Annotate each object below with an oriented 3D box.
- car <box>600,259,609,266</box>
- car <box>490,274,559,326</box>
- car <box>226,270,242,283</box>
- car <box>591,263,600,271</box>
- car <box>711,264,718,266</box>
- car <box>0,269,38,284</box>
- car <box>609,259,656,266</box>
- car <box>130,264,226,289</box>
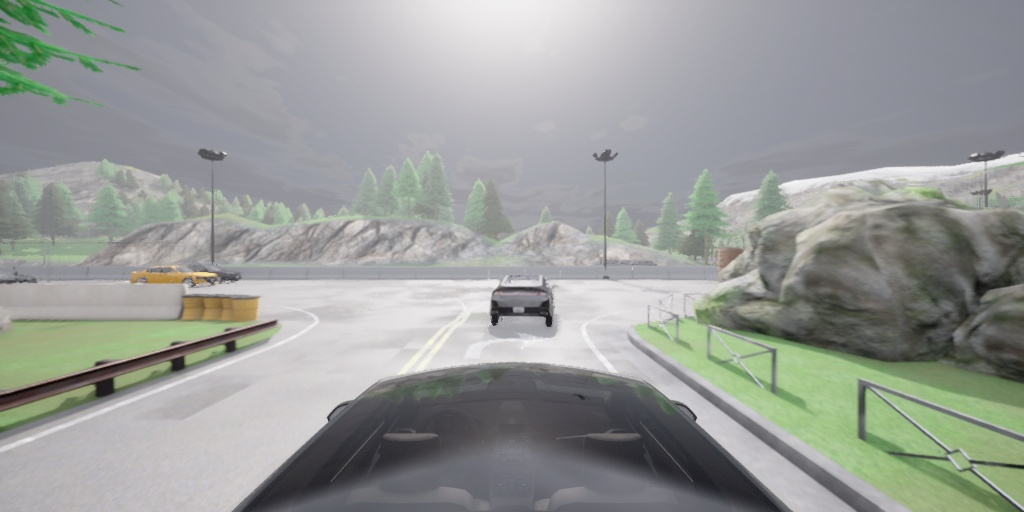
[{"bbox_3d":[13.309,1.243,42.690,4.553,1.767,2.097,0,0,0],"label":"car"},{"bbox_3d":[0.509,1.358,12.028,2.128,1.511,4.902,0,-3,8],"label":"car"},{"bbox_3d":[-24.049,1.389,28.137,5.008,1.535,1.882,0,0,-1],"label":"car"},{"bbox_3d":[13.182,1.393,46.187,4.892,1.490,1.837,0,0,0],"label":"car"},{"bbox_3d":[30.375,1.428,49.818,5.357,1.411,2.033,0,0,0],"label":"car"},{"bbox_3d":[-31.155,1.398,21.070,5.008,1.535,1.882,0,0,-1],"label":"car"},{"bbox_3d":[13.436,1.248,39.193,4.553,1.767,2.097,0,0,0],"label":"car"},{"bbox_3d":[-23.079,1.393,24.646,5.008,1.535,1.882,0,0,-1],"label":"car"}]
